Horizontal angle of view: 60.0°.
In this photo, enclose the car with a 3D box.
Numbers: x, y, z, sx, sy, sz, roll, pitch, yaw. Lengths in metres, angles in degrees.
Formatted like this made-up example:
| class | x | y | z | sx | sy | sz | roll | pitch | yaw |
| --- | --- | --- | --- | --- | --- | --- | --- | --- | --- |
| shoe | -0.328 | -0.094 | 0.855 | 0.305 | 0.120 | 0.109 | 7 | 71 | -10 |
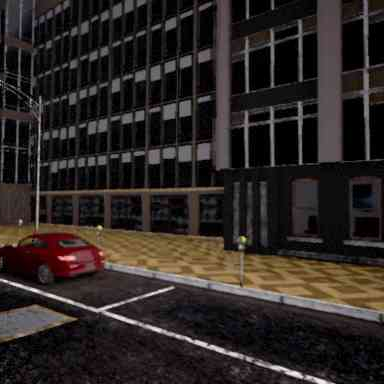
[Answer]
| class | x | y | z | sx | sy | sz | roll | pitch | yaw |
| --- | --- | --- | --- | --- | --- | --- | --- | --- | --- |
| car | -4.437 | 1.895 | 10.288 | 4.206 | 1.307 | 1.802 | -1 | -2 | 37 |
